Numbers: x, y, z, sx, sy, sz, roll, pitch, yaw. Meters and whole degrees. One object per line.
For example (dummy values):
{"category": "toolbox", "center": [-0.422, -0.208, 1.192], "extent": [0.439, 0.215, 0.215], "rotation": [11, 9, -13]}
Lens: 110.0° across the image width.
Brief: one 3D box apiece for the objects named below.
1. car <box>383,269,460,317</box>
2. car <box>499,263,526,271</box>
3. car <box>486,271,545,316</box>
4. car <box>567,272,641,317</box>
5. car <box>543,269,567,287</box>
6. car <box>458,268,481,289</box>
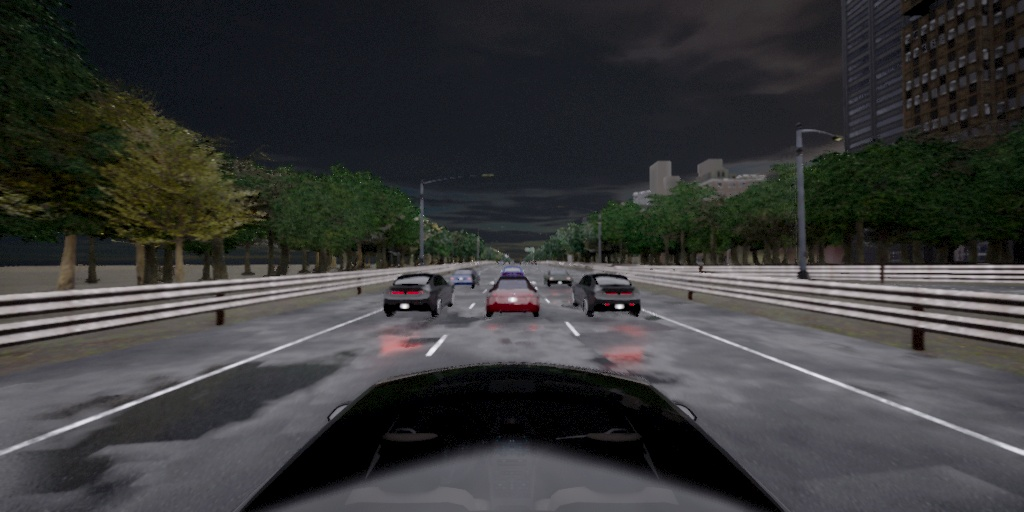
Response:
{"category": "car", "center": [-3.456, 1.424, 14.051], "extent": [1.837, 1.490, 4.892], "rotation": [0, -1, 1]}
{"category": "car", "center": [0.058, 1.604, 30.352], "extent": [1.882, 1.535, 5.008], "rotation": [0, 0, 0]}
{"category": "car", "center": [0.047, 1.488, 14.304], "extent": [1.994, 1.385, 4.181], "rotation": [0, -1, 1]}
{"category": "car", "center": [3.545, 1.427, 14.160], "extent": [1.837, 1.490, 4.892], "rotation": [0, 0, 0]}
{"category": "car", "center": [3.543, 1.707, 28.519], "extent": [1.895, 1.301, 4.718], "rotation": [0, -1, 0]}
{"category": "car", "center": [-3.471, 1.636, 26.973], "extent": [2.033, 1.411, 5.357], "rotation": [0, -1, 0]}
